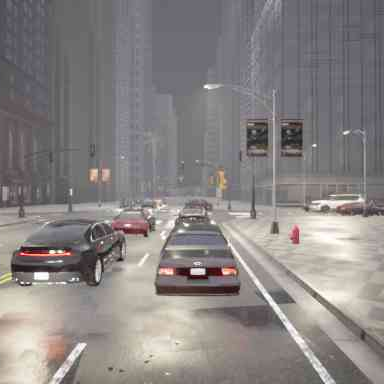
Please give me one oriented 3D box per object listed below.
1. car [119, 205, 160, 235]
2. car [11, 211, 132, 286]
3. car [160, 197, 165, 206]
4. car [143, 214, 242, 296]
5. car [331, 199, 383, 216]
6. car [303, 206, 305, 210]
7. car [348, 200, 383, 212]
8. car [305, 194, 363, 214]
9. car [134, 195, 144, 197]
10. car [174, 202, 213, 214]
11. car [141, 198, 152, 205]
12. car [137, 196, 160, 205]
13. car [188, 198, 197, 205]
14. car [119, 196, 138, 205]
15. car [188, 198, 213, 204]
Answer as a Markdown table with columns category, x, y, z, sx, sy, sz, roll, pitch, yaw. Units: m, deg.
| category | x | y | z | sx | sy | sz | roll | pitch | yaw |
| --- | --- | --- | --- | --- | --- | --- | --- | --- | --- |
| car | -3.138 | 1.605 | 18.282 | 1.994 | 1.385 | 4.181 | 0 | 0 | 0 |
| car | -3.144 | 1.518 | 9.381 | 1.837 | 1.490 | 4.892 | 0 | 0 | 0 |
| car | -6.530 | 1.659 | 60.157 | 2.097 | 1.767 | 4.553 | 0 | 0 | 0 |
| car | 0.112 | 1.559 | 8.796 | 2.033 | 1.411 | 5.357 | 0 | 0 | 0 |
| car | 15.335 | 1.583 | 30.256 | 4.206 | 1.307 | 1.802 | 0 | 0 | -1 |
| car | 15.211 | 1.670 | 38.779 | 4.313 | 1.339 | 1.947 | 0 | 0 | -1 |
| car | 20.851 | 1.651 | 38.863 | 4.313 | 1.339 | 1.947 | 0 | 0 | -1 |
| car | 15.719 | 1.287 | 36.024 | 5.566 | 2.045 | 2.150 | -1 | -1 | 0 |
| car | -9.777 | 1.533 | 60.783 | 2.150 | 2.045 | 5.566 | 0 | 0 | 0 |
| car | 0.059 | 1.547 | 18.534 | 1.837 | 1.490 | 4.892 | 0 | 0 | 1 |
| car | -9.703 | 1.918 | 71.129 | 1.812 | 1.442 | 4.674 | 0 | 0 | 0 |
| car | -6.561 | 1.787 | 50.875 | 2.033 | 1.411 | 5.357 | 0 | 0 | 0 |
| car | 0.115 | 1.960 | 71.817 | 1.994 | 1.385 | 4.181 | 0 | 0 | 0 |
| car | -9.841 | 1.743 | 50.764 | 1.837 | 1.490 | 4.892 | 0 | 0 | -2 |
| car | 0.748 | 1.652 | 41.065 | 1.882 | 1.535 | 5.008 | -2 | 0 | -28 |
